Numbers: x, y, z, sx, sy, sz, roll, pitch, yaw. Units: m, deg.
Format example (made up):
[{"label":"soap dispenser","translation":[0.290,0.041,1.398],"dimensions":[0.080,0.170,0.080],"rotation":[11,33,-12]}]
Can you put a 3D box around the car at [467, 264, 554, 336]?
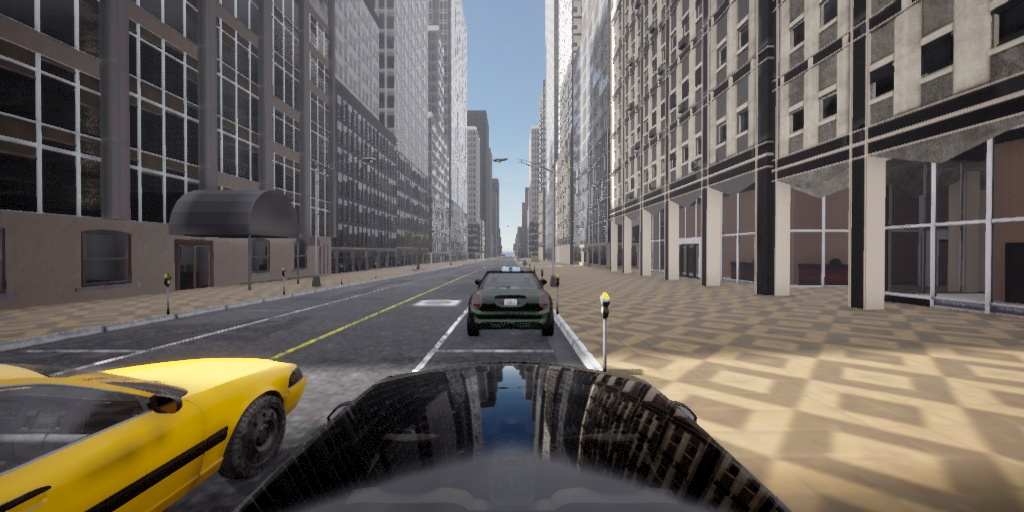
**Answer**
[{"label":"car","translation":[-0.033,1.091,10.471],"dimensions":[2.097,1.767,4.553],"rotation":[0,0,0]}]

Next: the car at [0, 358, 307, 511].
[{"label":"car","translation":[-3.146,1.200,1.691],"dimensions":[1.801,1.575,5.366],"rotation":[0,0,0]}]
